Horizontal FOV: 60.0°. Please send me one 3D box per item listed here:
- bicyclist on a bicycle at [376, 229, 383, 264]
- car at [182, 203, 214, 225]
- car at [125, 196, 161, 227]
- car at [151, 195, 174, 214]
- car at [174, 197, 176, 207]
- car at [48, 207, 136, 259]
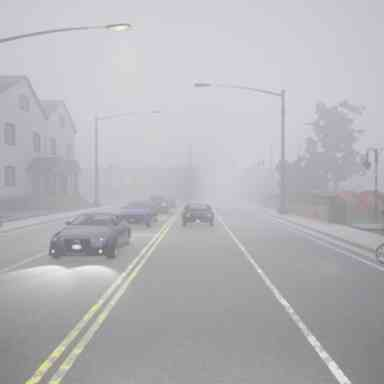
[{"bbox_3d":[5.987,1.239,9.332,1.656,1.620,0.582,-9,6,14],"label":"bicyclist on a bicycle"},{"bbox_3d":[0.398,1.392,21.822,1.895,1.301,4.718,0,1,1],"label":"car"},{"bbox_3d":[-3.311,1.274,20.987,1.882,1.535,5.008,0,1,1],"label":"car"},{"bbox_3d":[-3.150,1.058,30.452,2.097,1.767,4.553,0,1,1],"label":"car"},{"bbox_3d":[-2.944,1.100,40.083,1.882,1.535,5.008,0,1,1],"label":"car"},{"bbox_3d":[-3.459,1.446,11.958,1.994,1.385,4.181,0,1,0],"label":"car"}]
